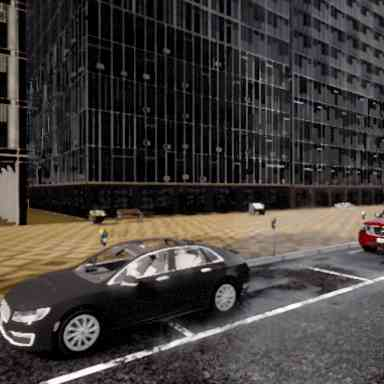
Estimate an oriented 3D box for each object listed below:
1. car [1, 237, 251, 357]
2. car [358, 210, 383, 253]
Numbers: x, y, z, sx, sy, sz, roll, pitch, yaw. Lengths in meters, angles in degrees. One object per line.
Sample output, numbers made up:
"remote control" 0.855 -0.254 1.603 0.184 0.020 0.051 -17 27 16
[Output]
"car" -0.877 1.547 5.936 4.403 1.369 2.008 0 0 -36
"car" 8.351 1.295 12.520 5.009 1.841 2.192 0 0 -36
